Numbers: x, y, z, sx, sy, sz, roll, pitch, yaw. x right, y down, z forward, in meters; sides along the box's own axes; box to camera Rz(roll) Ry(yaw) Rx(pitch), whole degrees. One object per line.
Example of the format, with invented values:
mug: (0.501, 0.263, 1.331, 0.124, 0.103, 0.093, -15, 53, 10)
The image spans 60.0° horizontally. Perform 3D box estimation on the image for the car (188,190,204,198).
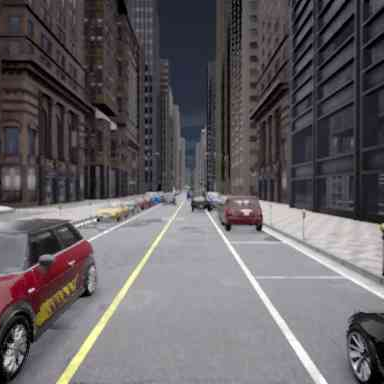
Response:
car: (0.868, 0.855, 44.439, 2.150, 2.045, 5.566, 0, 0, 0)

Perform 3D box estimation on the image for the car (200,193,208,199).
car: (2.709, 0.910, 75.546, 1.752, 1.417, 4.829, 0, 0, 0)

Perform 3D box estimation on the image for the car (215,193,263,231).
car: (2.749, 1.151, 19.189, 2.192, 1.841, 5.009, 0, 0, 0)

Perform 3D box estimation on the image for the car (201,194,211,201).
car: (2.717, 1.056, 64.139, 1.802, 1.307, 4.206, 0, 0, 0)

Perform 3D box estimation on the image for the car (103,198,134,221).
car: (-5.780, 1.316, 24.622, 1.752, 1.417, 4.829, 0, 0, 0)

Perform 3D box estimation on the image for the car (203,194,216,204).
car: (2.725, 1.087, 53.071, 1.752, 1.417, 4.829, 0, 0, 0)

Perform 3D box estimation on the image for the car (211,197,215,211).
car: (2.745, 1.340, 24.809, 2.008, 1.369, 4.403, 0, 0, 0)

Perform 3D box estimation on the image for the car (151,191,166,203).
car: (-5.804, 0.833, 58.500, 2.192, 1.841, 5.009, 0, 0, 0)

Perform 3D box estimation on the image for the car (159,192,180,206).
car: (-3.117, 1.119, 46.298, 1.837, 1.490, 4.892, 0, 1, 0)

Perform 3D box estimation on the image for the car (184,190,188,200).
car: (-0.049, 0.620, 68.557, 2.150, 2.045, 5.566, 0, 0, 0)

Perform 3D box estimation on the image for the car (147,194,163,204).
car: (-5.800, 1.114, 52.883, 2.008, 1.369, 4.403, 0, 0, 0)

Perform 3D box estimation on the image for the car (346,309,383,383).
car: (2.761, 1.545, 2.335, 1.947, 1.339, 4.313, 0, 0, 0)

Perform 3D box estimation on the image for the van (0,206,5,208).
van: (-5.768, 1.271, 7.937, 1.690, 1.788, 3.998, 0, 0, 0)

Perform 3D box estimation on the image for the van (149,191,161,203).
van: (-5.796, 0.949, 47.264, 1.690, 1.788, 3.998, 0, 0, 0)

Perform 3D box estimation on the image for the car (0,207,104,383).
car: (-3.104, 1.305, 5.308, 2.097, 1.767, 4.553, 0, 0, 0)

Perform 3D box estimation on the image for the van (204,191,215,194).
van: (2.733, 0.994, 41.662, 1.690, 1.788, 3.998, 0, 0, 0)

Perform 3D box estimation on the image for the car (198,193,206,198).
car: (2.701, 0.868, 86.613, 1.947, 1.339, 4.313, 0, 0, 0)

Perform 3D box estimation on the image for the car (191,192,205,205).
car: (0.863, 0.934, 50.380, 2.097, 1.767, 4.553, 0, 0, 0)

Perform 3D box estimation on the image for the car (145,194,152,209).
car: (-5.788, 1.242, 36.029, 1.887, 1.381, 4.507, 0, 0, 0)

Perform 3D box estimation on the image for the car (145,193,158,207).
car: (-5.792, 1.197, 41.647, 1.887, 1.381, 4.507, 0, 0, 0)

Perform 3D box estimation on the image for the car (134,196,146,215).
car: (-5.784, 1.293, 30.416, 2.008, 1.369, 4.403, 0, 0, 0)

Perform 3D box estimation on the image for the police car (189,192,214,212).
police car: (0.875, 1.135, 34.521, 1.930, 1.638, 5.238, 0, 0, 0)

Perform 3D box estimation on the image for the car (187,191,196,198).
car: (-0.060, 0.594, 84.050, 2.097, 1.767, 4.553, 0, 0, 0)
